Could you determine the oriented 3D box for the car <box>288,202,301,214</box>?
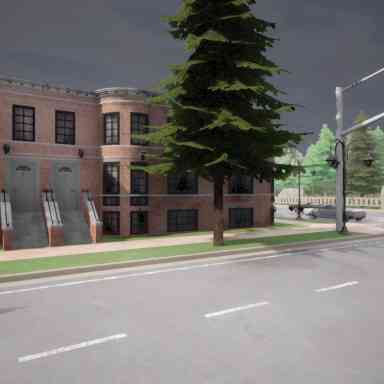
[{"bbox_3d":[11.921,1.601,32.863,1.895,1.301,4.718,0,0,-30],"label":"car"}]

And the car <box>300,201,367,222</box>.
[{"bbox_3d":[11.425,1.601,26.734,1.895,1.301,4.718,0,0,-30],"label":"car"}]

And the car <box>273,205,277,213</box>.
[{"bbox_3d":[6.763,1.505,34.801,1.837,1.490,4.892,0,0,-30],"label":"car"}]
